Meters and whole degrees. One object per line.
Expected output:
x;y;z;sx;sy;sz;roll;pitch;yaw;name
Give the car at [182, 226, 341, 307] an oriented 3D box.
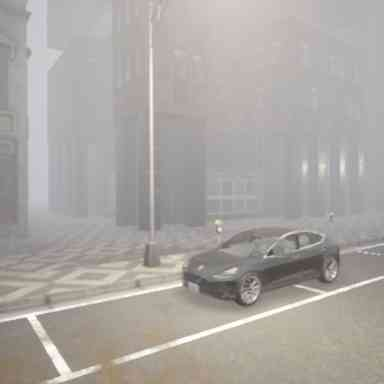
1.811;1.539;7.942;4.313;1.339;1.947;0;0;-35;car
